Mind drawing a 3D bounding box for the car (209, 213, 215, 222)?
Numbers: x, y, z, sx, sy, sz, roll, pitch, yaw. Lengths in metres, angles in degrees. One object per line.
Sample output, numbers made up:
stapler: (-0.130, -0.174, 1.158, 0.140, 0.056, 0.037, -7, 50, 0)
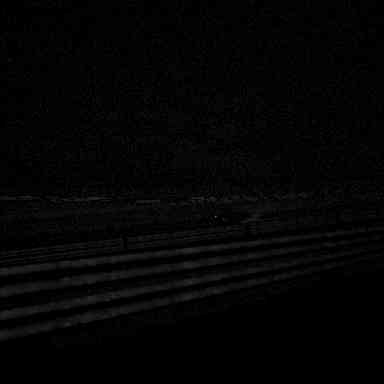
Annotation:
car: (4.258, 2.877, 40.262, 4.674, 1.442, 1.812, -3, 2, -24)

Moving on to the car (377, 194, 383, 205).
car: (31.536, 1.035, 52.667, 4.553, 1.767, 2.097, -3, 2, -24)

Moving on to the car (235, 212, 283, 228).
car: (7.158, 2.916, 33.891, 4.674, 1.442, 1.812, -3, 2, -24)

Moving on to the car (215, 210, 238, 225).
car: (5.707, 2.914, 37.076, 5.357, 1.411, 2.033, -3, 2, -24)
